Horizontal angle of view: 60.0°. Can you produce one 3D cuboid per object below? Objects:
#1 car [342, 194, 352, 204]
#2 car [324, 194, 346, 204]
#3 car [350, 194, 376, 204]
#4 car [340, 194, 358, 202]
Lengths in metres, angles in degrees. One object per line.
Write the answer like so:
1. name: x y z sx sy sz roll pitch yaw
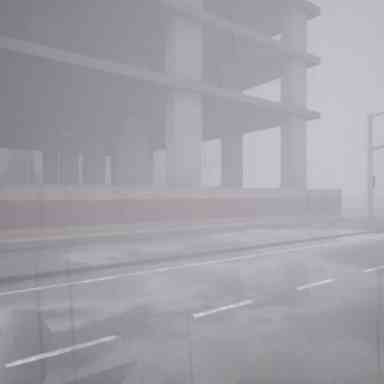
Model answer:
1. car: 30.374 1.595 64.761 3.905 1.438 1.784 0 0 -35
2. car: 28.782 1.384 66.922 4.605 1.855 1.932 0 0 -35
3. car: 32.046 1.627 62.398 3.806 1.475 1.970 0 0 -35
4. car: 37.866 1.440 80.157 4.605 1.855 1.932 0 0 -35
